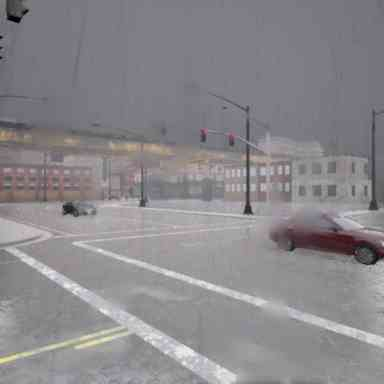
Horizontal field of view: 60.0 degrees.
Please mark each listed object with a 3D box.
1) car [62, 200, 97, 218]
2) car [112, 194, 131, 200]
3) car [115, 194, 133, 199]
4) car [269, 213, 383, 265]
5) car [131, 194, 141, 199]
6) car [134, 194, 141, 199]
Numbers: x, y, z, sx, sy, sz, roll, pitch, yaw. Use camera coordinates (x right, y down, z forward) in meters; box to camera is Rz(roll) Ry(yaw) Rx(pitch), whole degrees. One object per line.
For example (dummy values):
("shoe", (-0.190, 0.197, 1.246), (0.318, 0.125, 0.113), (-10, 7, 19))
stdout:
("car", (-10.362, 1.498, 30.463), (2.128, 1.511, 4.902), (0, 0, -40))
("car", (-19.027, 1.474, 92.912), (4.974, 1.542, 2.038), (0, 0, 22))
("car", (-19.075, 1.316, 92.932), (4.536, 1.218, 1.853), (0, 0, 22))
("car", (4.940, 1.508, 11.832), (1.812, 1.442, 4.674), (0, 0, -39))
("car", (-15.304, 1.476, 93.161), (2.038, 1.542, 4.974), (0, 0, -8))
("car", (-15.312, 1.318, 93.213), (1.853, 1.218, 4.536), (0, 0, -8))
